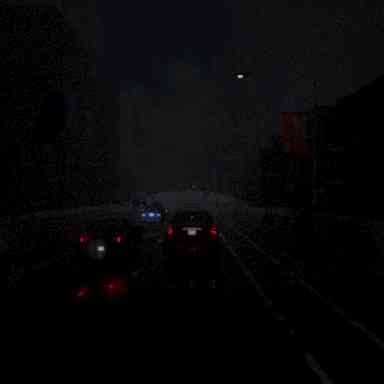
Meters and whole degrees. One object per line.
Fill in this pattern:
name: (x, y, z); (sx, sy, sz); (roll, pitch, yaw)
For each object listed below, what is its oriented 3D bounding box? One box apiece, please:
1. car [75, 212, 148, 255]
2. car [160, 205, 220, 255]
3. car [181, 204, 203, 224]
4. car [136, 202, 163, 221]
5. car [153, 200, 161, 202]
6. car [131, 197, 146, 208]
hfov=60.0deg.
car: (-3.250, 1.754, 14.093); (1.895, 1.301, 4.718); (0, -1, 0)
car: (0.001, 1.503, 14.062); (2.097, 1.767, 4.553); (0, -1, 0)
car: (0.001, 1.885, 29.378); (1.812, 1.442, 4.674); (0, -1, 0)
car: (-3.252, 1.901, 28.980); (2.033, 1.411, 5.357); (0, -1, 0)
car: (-6.550, 2.251, 62.385); (1.994, 1.385, 4.181); (0, 0, 1)
car: (-9.800, 1.896, 61.589); (2.150, 2.045, 5.566); (0, 0, 1)
